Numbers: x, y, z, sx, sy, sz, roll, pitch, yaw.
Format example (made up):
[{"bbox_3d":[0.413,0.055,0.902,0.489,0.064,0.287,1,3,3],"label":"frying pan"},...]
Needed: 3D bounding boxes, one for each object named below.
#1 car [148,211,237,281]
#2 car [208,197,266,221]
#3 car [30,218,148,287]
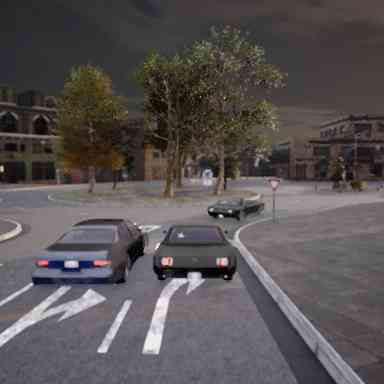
[{"bbox_3d":[0.103,1.491,9.514,1.895,1.301,4.718,0,2,1],"label":"car"},{"bbox_3d":[2.967,0.950,21.027,1.895,1.301,4.718,3,6,35],"label":"car"},{"bbox_3d":[-2.432,1.445,9.267,2.033,1.411,5.357,0,2,0],"label":"car"}]
